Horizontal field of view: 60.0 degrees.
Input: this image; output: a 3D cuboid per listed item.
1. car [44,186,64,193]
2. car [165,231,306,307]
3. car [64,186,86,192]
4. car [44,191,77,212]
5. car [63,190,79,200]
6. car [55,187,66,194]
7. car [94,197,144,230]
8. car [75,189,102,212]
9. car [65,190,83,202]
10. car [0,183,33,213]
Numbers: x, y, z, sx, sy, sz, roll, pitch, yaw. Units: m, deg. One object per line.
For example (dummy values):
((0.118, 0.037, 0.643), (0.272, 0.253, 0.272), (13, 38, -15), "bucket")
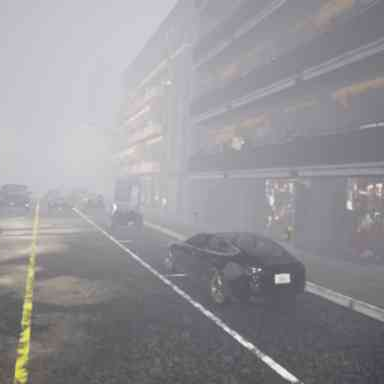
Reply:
((-16.287, 0.416, 39.067), (1.882, 1.535, 5.008), (3, 0, -24), "car")
((0.787, 1.556, 7.954), (1.947, 1.339, 4.313), (3, 0, -25), "car")
((-13.238, 0.410, 38.787), (2.192, 1.841, 5.009), (3, 0, -25), "car")
((-10.825, 0.886, 27.189), (1.895, 1.301, 4.718), (3, 0, -24), "car")
((-17.931, 0.380, 49.066), (1.802, 1.307, 4.206), (3, 0, -25), "car")
((-29.629, -0.364, 74.762), (1.947, 1.339, 4.313), (3, 0, -25), "car")
((-3.892, 1.241, 18.232), (2.008, 1.369, 4.403), (3, 0, -25), "car")
((-8.565, 0.832, 28.509), (1.967, 1.590, 4.097), (3, 0, -25), "car")
((-15.592, 0.528, 43.927), (1.802, 1.307, 4.206), (3, 0, -25), "car")
((-13.356, 0.389, 25.195), (2.150, 2.045, 5.566), (3, 0, -24), "car")
